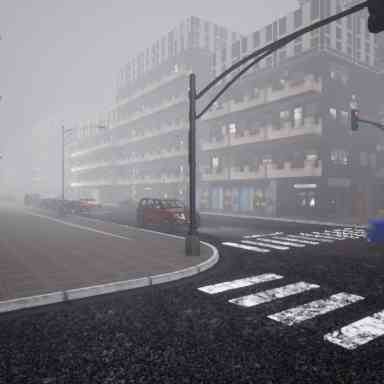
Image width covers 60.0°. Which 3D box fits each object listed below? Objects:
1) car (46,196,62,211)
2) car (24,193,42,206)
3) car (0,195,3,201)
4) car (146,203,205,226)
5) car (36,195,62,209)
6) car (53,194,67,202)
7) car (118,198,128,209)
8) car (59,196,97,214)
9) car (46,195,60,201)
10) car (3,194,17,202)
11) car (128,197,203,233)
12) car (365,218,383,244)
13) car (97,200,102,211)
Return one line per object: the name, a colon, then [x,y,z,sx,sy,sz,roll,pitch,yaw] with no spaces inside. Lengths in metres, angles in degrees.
car: [-14.848,1.451,38.030,1.947,1.339,4.313,0,0,-36]
car: [-24.815,1.162,51.793,2.192,1.841,5.009,0,0,-36]
car: [-41.430,1.269,74.730,1.967,1.590,4.097,0,0,-36]
car: [-1.303,1.539,23.741,1.895,1.301,4.718,0,0,-36]
car: [-18.171,1.436,42.619,1.947,1.339,4.313,0,0,-36]
car: [-27.996,1.269,70.472,1.967,1.590,4.097,0,0,-36]
car: [-8.061,1.465,42.947,1.802,1.307,4.206,0,0,-36]
car: [-11.524,1.444,33.442,1.887,1.381,4.507,0,0,-36]
car: [-31.318,1.379,75.058,2.008,1.369,4.403,0,0,-36]
car: [-38.107,1.412,70.144,1.802,1.307,4.206,0,0,-36]
car: [-1.556,1.264,19.679,2.192,1.841,5.009,0,0,-36]
car: [9.498,1.483,12.853,5.008,1.535,1.882,0,1,27]
car: [-12.006,1.365,38.546,1.882,1.535,5.008,0,0,-36]
